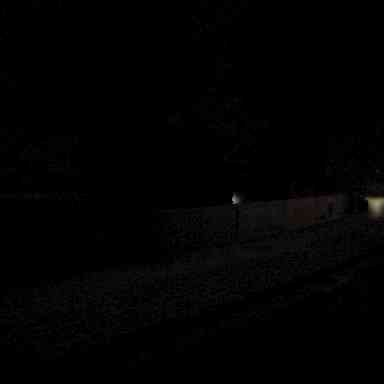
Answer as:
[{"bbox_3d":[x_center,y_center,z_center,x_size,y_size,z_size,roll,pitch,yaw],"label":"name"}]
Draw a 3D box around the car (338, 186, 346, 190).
[{"bbox_3d":[31.130,-0.448,69.327,1.812,1.442,4.674,-2,1,1],"label":"car"}]
